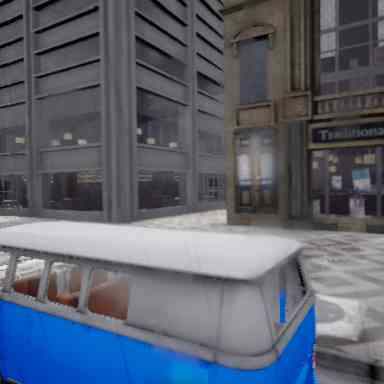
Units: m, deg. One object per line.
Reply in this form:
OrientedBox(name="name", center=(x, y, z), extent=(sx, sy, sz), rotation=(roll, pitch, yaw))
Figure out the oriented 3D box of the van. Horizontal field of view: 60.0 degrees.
OrientedBox(name="van", center=(-0.781, 1.266, 3.470), extent=(3.998, 1.788, 1.690), rotation=(0, 1, 31))
